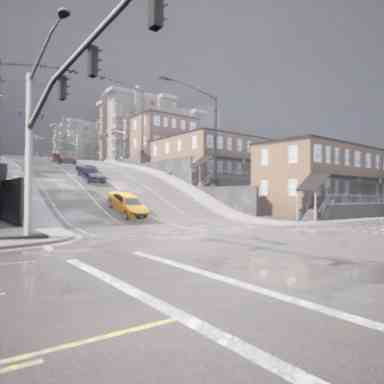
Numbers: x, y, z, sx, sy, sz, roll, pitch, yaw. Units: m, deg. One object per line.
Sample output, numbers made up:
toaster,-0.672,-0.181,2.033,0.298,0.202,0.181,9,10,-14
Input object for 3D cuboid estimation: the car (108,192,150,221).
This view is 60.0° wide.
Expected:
car,-5.141,0.968,26.839,1.882,1.535,5.008,1,15,-37

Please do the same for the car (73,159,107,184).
car,-10.244,-1.894,33.759,1.895,1.301,4.718,1,17,-36

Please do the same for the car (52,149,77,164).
car,-15.933,-4.469,41.659,2.097,1.767,4.553,1,8,-35
